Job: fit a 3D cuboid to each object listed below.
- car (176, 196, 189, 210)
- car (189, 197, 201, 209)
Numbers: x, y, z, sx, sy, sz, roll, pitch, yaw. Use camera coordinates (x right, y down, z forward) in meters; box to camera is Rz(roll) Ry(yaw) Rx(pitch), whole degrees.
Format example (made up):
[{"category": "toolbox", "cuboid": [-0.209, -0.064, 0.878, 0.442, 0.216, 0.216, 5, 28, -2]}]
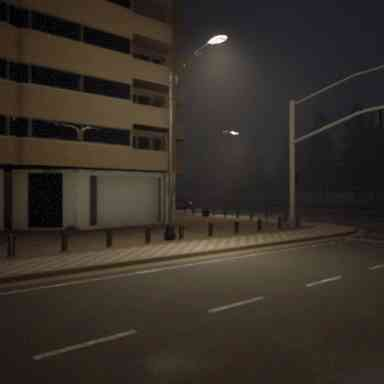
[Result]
[{"category": "car", "cuboid": [-2.838, 1.591, 43.885, 1.812, 1.442, 4.674, 0, 0, -36]}, {"category": "car", "cuboid": [-0.671, 1.420, 46.852, 2.097, 1.767, 4.553, 0, 0, -36]}]
